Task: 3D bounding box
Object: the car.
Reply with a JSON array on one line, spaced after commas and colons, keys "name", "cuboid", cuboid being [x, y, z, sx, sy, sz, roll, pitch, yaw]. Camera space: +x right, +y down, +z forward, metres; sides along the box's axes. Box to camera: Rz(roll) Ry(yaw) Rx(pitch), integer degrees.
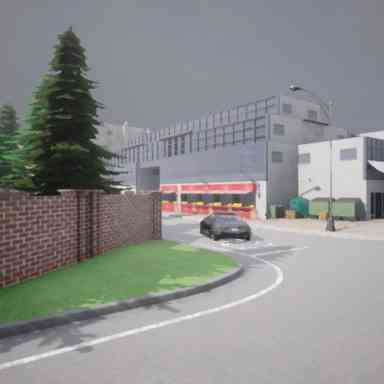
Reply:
[{"name": "car", "cuboid": [1.688, 1.782, 17.849, 1.994, 1.385, 4.181, -1, 0, -11]}]
